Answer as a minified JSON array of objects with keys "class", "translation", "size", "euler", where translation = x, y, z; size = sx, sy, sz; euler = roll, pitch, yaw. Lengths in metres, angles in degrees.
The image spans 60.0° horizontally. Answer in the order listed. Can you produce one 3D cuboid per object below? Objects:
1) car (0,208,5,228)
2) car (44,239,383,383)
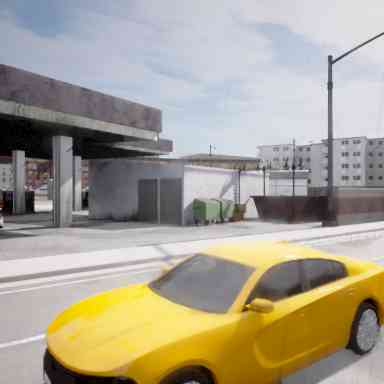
[{"class":"car","translation":[-12.772,1.456,20.495],"size":[1.970,1.475,3.806],"euler":[0,0,-34]},{"class":"car","translation":[0.708,1.477,4.506],"size":[5.008,1.535,1.882],"euler":[0,0,-35]}]
